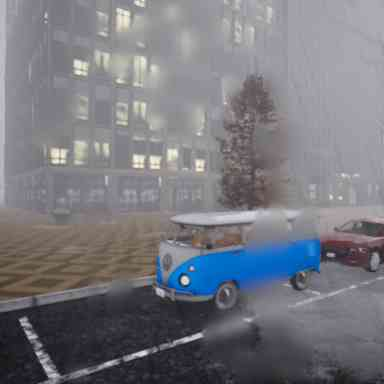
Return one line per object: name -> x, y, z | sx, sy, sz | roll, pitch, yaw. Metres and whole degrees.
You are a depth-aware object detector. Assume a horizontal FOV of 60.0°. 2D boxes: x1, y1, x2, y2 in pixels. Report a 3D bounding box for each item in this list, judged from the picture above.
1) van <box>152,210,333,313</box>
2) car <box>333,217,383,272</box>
van -> 1.134, 1.326, 7.357 | 3.998, 1.788, 1.690 | 0, 1, -35
car -> 5.731, 1.511, 10.638 | 4.507, 1.381, 1.887 | 0, 1, -35
